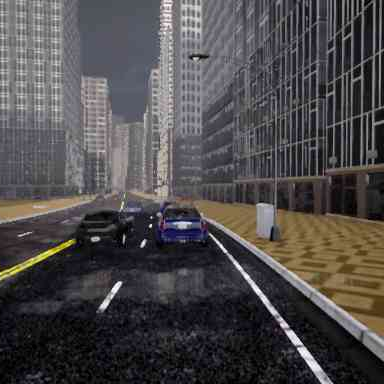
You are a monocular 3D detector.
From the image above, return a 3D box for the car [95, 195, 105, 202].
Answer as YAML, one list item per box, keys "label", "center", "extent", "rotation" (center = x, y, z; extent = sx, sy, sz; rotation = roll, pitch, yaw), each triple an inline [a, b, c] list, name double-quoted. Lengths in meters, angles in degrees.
- label: "car"
  center: [-19.732, 1.369, 71.332]
  extent: [1.882, 1.535, 5.008]
  rotation: [0, 0, -11]

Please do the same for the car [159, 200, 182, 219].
- label: "car"
  center: [-2.045, 1.497, 30.280]
  extent: [1.812, 1.442, 4.674]
  rotation: [0, 0, -8]

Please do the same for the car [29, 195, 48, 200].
- label: "car"
  center: [-38.809, 1.390, 83.944]
  extent: [4.313, 1.339, 1.947]
  rotation: [0, 0, -10]

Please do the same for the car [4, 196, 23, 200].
- label: "car"
  center: [-44.409, 1.374, 82.957]
  extent: [4.206, 1.307, 1.802]
  rotation: [0, 0, -10]

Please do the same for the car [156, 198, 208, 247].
- label: "car"
  center: [-0.512, 1.351, 15.004]
  extent: [2.097, 1.767, 4.553]
  rotation: [0, 0, -4]

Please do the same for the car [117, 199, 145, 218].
- label: "car"
  center: [-5.267, 1.535, 29.848]
  extent: [2.033, 1.411, 5.357]
  rotation: [0, 0, -8]

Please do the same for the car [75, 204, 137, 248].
- label: "car"
  center: [-3.757, 1.505, 14.817]
  extent: [1.837, 1.490, 4.892]
  rotation: [0, 0, -4]

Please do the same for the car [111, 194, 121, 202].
- label: "car"
  center: [-16.874, 1.284, 73.606]
  extent: [1.882, 1.535, 5.008]
  rotation: [0, 0, -11]

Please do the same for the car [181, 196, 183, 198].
- label: "car"
  center: [-0.538, 1.354, 91.078]
  extent: [5.009, 1.841, 2.192]
  rotation: [0, 0, -10]
